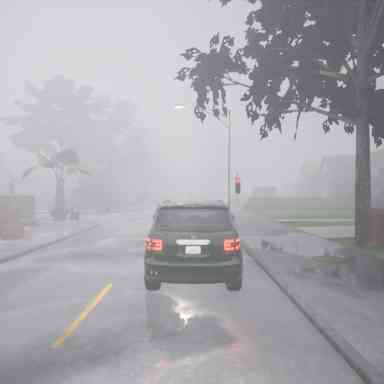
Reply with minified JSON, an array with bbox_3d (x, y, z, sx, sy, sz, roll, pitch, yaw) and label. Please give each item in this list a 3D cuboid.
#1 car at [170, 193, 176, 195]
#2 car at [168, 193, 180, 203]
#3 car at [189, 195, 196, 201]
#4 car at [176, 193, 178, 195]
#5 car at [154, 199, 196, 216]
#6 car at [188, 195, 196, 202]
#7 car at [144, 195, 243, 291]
[{"bbox_3d":[-4.036,1.352,52.410,2.097,1.767,4.553,0,0,0],"label":"car"},{"bbox_3d":[-3.922,1.225,73.325,2.150,2.045,5.566,0,0,0],"label":"car"},{"bbox_3d":[0.094,1.478,88.123,1.882,1.535,5.008,0,0,0],"label":"car"},{"bbox_3d":[-3.992,1.491,62.812,2.128,1.511,4.902,0,0,0],"label":"car"},{"bbox_3d":[-1.641,1.526,34.053,1.812,1.442,4.674,1,1,36],"label":"car"},{"bbox_3d":[0.083,1.500,78.034,1.837,1.490,4.892,0,0,0],"label":"car"},{"bbox_3d":[0.047,1.221,9.170,2.150,2.045,5.566,0,0,1],"label":"car"}]
